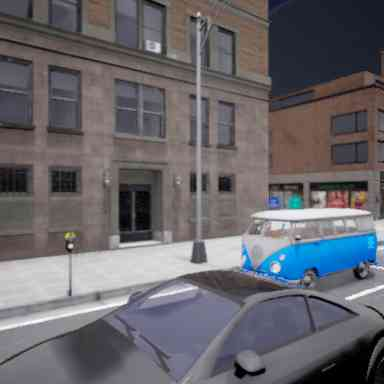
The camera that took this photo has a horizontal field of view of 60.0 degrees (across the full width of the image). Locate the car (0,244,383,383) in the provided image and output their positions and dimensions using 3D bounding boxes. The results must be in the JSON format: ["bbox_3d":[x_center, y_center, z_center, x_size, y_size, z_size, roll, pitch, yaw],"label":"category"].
[{"bbox_3d":[0.222,1.561,3.227,4.181,1.385,1.994,0,0,-36],"label":"car"}]

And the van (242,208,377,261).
[{"bbox_3d":[3.000,1.329,8.351,3.998,1.788,1.690,0,0,-35],"label":"van"}]
